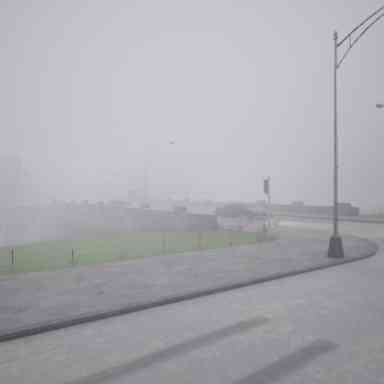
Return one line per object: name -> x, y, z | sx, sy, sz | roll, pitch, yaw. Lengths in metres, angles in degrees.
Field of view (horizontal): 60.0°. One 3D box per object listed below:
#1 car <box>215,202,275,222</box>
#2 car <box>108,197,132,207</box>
car -> 4.087, 1.549, 26.860 | 2.033, 1.411, 5.357 | 0, 0, -35
car -> -10.191, 1.410, 46.908 | 1.882, 1.535, 5.008 | 0, 0, -35
